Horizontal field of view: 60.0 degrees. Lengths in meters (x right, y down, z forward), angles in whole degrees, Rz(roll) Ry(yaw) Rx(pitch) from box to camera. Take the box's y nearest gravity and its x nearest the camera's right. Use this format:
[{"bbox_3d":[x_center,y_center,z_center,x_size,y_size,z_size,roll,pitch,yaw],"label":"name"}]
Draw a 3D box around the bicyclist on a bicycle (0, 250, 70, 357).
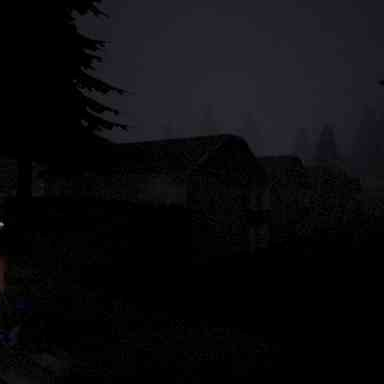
[{"bbox_3d":[-2.165,1.310,3.797,0.582,1.620,1.656,1,9,35],"label":"bicyclist on a bicycle"}]
